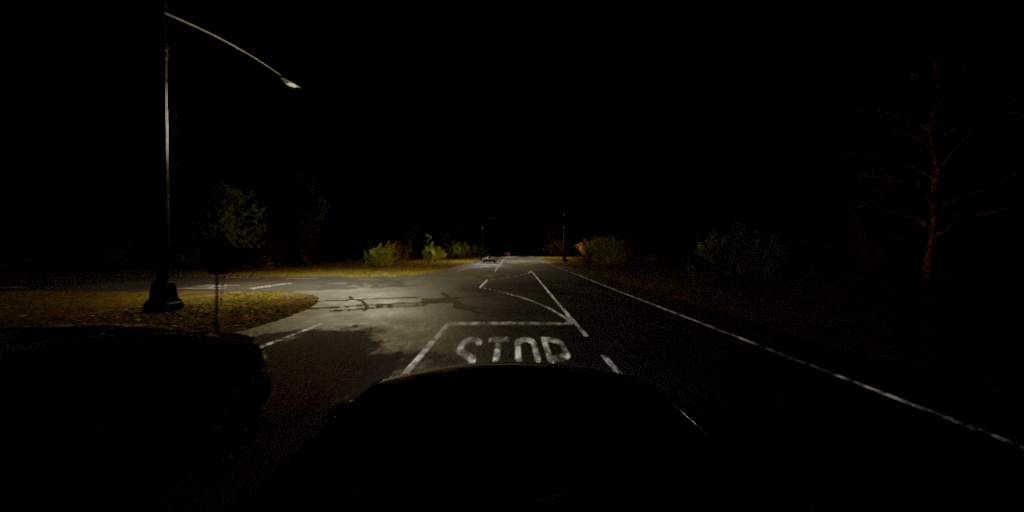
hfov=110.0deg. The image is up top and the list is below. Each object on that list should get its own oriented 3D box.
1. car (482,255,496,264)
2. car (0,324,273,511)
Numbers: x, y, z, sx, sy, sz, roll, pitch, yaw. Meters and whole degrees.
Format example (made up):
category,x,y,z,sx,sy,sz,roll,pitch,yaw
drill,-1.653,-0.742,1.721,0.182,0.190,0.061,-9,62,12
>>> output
category,x,y,z,sx,sy,sz,roll,pitch,yaw
car,-3.411,0.451,54.232,1.895,1.301,4.718,0,1,0
car,-3.509,1.270,2.073,1.812,1.442,4.674,0,1,0
